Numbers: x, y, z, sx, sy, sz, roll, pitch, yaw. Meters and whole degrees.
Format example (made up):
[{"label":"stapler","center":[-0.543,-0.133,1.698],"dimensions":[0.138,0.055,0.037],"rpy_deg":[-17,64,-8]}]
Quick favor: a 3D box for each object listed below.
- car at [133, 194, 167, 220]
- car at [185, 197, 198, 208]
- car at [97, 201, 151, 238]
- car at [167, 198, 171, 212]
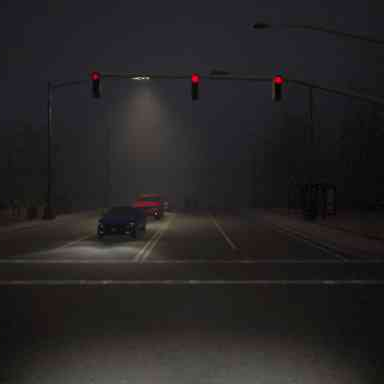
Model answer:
[{"label":"car","center":[-3.615,1.203,27.997],"dimensions":[2.150,2.045,5.566],"rpy_deg":[0,0,1]},{"label":"car","center":[-0.058,1.446,46.161],"dimensions":[2.128,1.511,4.902],"rpy_deg":[0,0,0]},{"label":"car","center":[-3.611,1.482,17.860],"dimensions":[1.882,1.535,5.008],"rpy_deg":[0,0,0]},{"label":"car","center":[-3.638,1.309,38.329],"dimensions":[2.097,1.767,4.553],"rpy_deg":[0,0,0]}]
